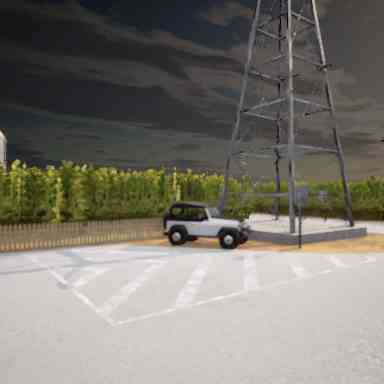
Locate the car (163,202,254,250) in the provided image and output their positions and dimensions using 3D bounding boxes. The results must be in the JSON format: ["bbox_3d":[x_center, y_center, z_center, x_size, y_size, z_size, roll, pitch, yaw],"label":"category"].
[{"bbox_3d":[0.634,1.401,14.641,3.866,1.878,1.905,0,0,23],"label":"car"}]

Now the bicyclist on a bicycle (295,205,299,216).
[{"bbox_3d":[11.104,1.783,35.235,1.656,1.620,0.582,3,-1,-36],"label":"bicyclist on a bicycle"}]
